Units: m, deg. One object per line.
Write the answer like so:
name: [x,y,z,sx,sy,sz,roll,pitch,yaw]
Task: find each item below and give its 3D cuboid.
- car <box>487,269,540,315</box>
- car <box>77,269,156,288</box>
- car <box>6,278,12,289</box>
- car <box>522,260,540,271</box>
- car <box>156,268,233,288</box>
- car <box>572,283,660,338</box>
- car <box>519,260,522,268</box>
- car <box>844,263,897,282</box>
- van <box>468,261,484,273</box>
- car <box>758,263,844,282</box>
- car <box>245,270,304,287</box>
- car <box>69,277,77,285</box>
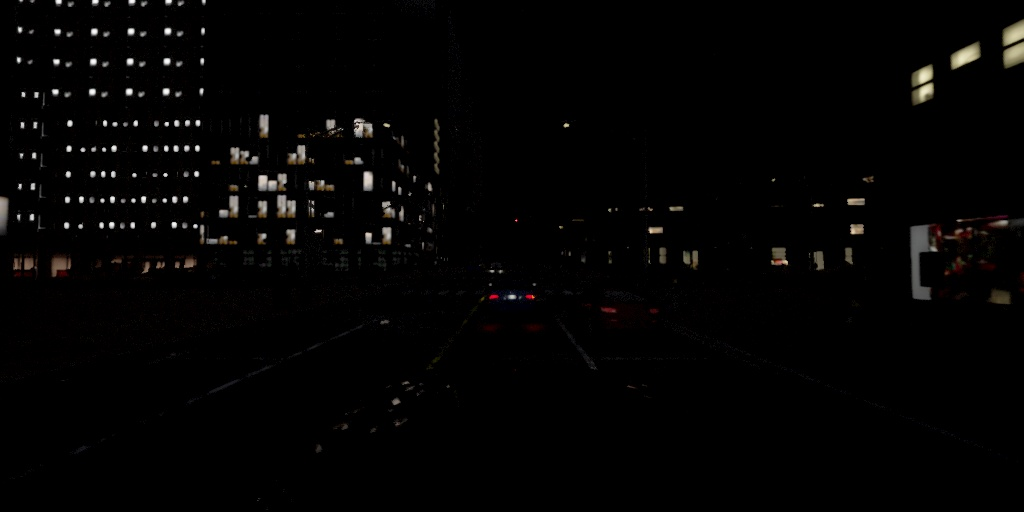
car: [0.016,1.432,14.376,2.033,1.411,5.357,0,-1,0]
car: [-28.606,1.725,26.558,4.829,1.417,1.751,0,0,1]
car: [-40.143,1.750,26.671,4.097,1.591,1.967,0,0,1]
car: [2.708,1.677,48.279,1.967,1.591,4.097,0,0,0]
car: [-23.093,1.584,26.503,4.097,1.591,1.967,0,0,1]
car: [2.818,1.424,10.318,1.802,1.307,4.207,0,0,0]
car: [2.712,1.669,59.627,2.192,1.841,5.009,0,0,0]
car: [26.061,1.222,26.019,4.403,1.370,2.007,0,0,1]
van: [-5.671,1.636,53.917,1.690,1.789,3.998,0,0,0]
car: [20.699,1.249,26.072,4.829,1.417,1.751,0,0,1]
car: [-17.410,1.671,26.447,4.207,1.307,1.802,0,0,1]
car: [-40.227,2.070,35.050,4.829,1.417,1.751,0,0,1]
